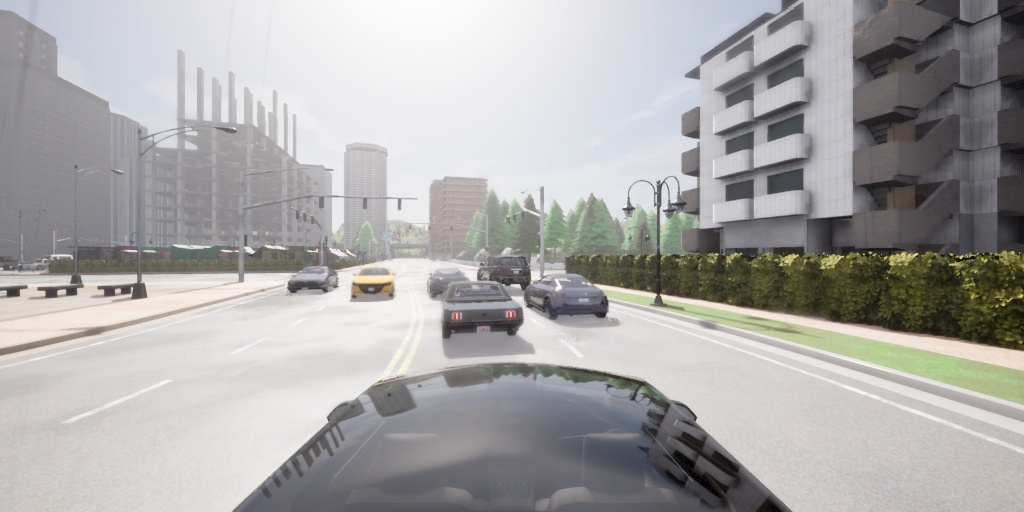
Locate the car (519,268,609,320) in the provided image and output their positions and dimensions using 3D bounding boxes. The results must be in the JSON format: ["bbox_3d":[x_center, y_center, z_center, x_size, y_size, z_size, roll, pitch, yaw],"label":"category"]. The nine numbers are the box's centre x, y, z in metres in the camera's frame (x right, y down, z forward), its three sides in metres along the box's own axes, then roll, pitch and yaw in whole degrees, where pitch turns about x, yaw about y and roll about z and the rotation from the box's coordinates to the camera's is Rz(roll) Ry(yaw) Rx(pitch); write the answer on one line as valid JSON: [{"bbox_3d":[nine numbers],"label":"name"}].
[{"bbox_3d":[1.776,1.314,12.861,1.994,1.385,4.181,0,0,-12],"label":"car"}]

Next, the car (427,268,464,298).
[{"bbox_3d":[-3.327,1.314,18.642,1.994,1.385,4.181,0,0,-16],"label":"car"}]

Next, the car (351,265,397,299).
[{"bbox_3d":[-6.973,1.227,18.382,1.882,1.535,5.008,0,0,-16],"label":"car"}]

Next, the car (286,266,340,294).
[{"bbox_3d":[-11.365,1.298,20.896,2.033,1.411,5.357,0,0,-17],"label":"car"}]

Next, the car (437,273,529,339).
[{"bbox_3d":[-1.080,1.351,10.175,1.895,1.301,4.718,0,0,-12],"label":"car"}]

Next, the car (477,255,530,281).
[{"bbox_3d":[-0.603,0.971,21.910,2.150,2.045,5.566,0,0,-18],"label":"car"}]
